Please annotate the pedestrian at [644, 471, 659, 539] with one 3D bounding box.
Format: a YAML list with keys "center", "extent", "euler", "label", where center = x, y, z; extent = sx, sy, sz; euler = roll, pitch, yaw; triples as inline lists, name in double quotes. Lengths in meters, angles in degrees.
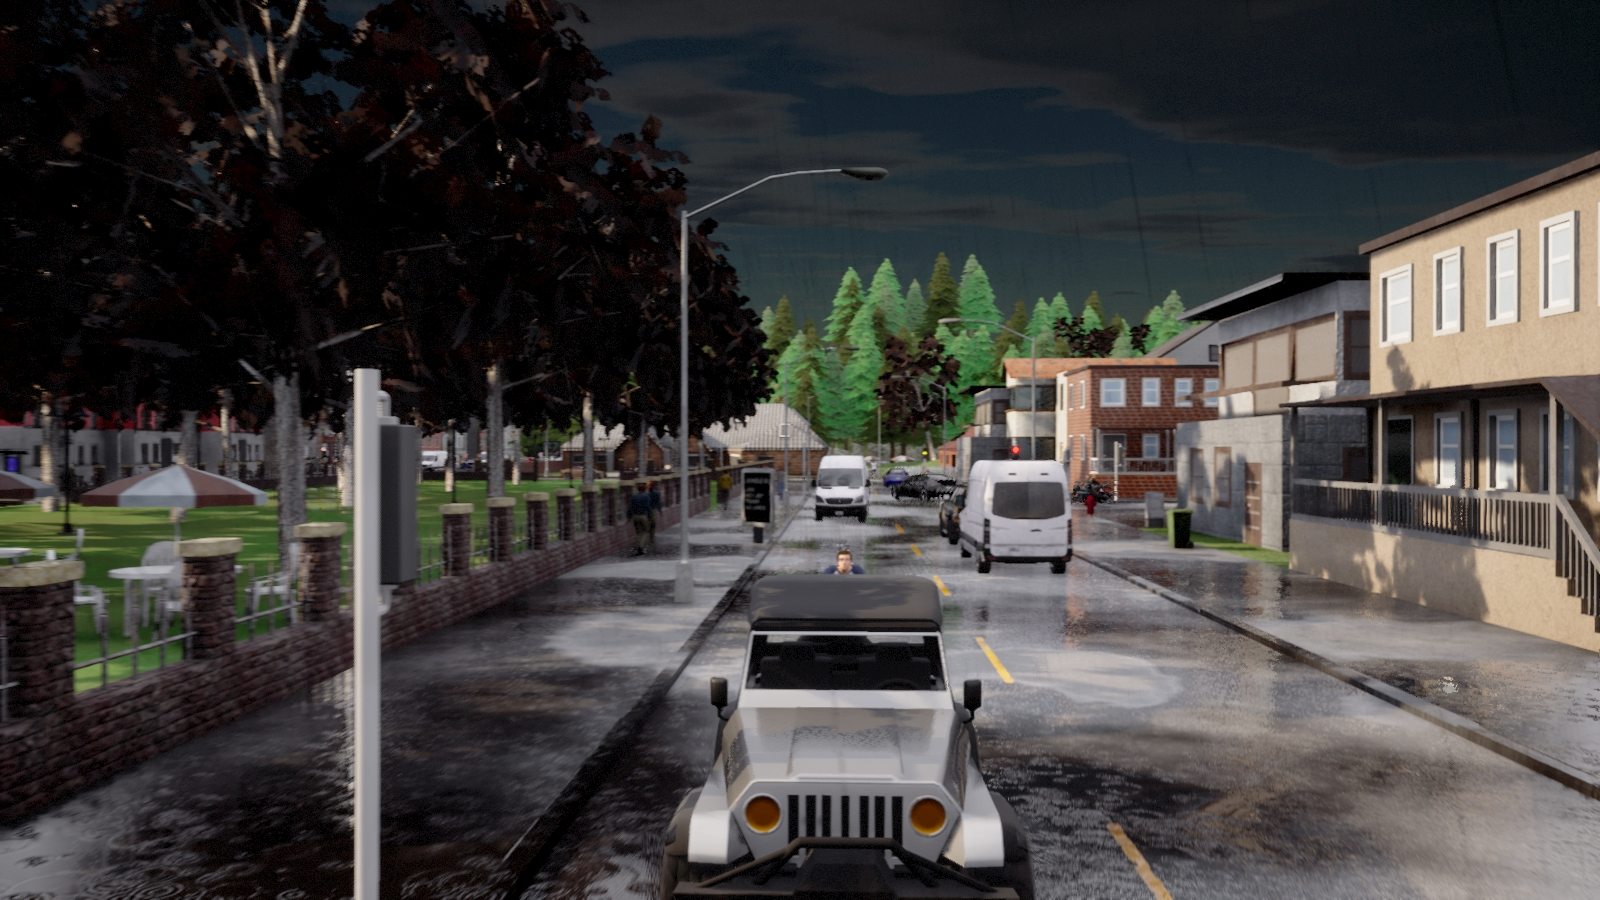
- center: [-4.103, 1.500, 31.527]
  extent: [0.375, 1.860, 0.375]
  euler: [0, 0, 0]
  label: "pedestrian"

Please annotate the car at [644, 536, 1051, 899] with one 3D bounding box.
- center: [0.292, 1.632, 7.284]
  extent: [1.905, 1.878, 3.866]
  euler: [0, 0, 2]
  label: "car"

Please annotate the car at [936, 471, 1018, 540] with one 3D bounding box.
- center: [5.287, 1.623, 34.645]
  extent: [1.932, 1.855, 4.605]
  euler: [0, 0, 2]
  label: "car"

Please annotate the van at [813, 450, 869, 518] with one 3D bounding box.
- center: [1.701, 1.283, 45.885]
  extent: [1.988, 2.561, 5.915]
  euler: [0, 0, 5]
  label: "van"

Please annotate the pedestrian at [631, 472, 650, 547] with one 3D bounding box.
- center: [-4.022, 1.501, 28.818]
  extent: [0.375, 1.860, 0.375]
  euler: [0, 0, 16]
  label: "pedestrian"

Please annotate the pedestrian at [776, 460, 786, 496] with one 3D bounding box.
- center: [-0.998, 1.482, 60.354]
  extent: [0.375, 1.860, 0.375]
  euler: [0, 0, 28]
  label: "pedestrian"

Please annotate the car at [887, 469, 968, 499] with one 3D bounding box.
- center: [6.874, 1.804, 62.327]
  extent: [2.163, 1.488, 4.792]
  euler: [0, 0, -26]
  label: "car"

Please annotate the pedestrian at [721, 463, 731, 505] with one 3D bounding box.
- center: [-3.282, 1.487, 50.665]
  extent: [0.375, 1.860, 0.375]
  euler: [0, 0, 4]
  label: "pedestrian"

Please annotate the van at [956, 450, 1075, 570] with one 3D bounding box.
- center: [5.050, 1.298, 27.583]
  extent: [1.988, 2.561, 5.915]
  euler: [0, 0, 2]
  label: "van"
